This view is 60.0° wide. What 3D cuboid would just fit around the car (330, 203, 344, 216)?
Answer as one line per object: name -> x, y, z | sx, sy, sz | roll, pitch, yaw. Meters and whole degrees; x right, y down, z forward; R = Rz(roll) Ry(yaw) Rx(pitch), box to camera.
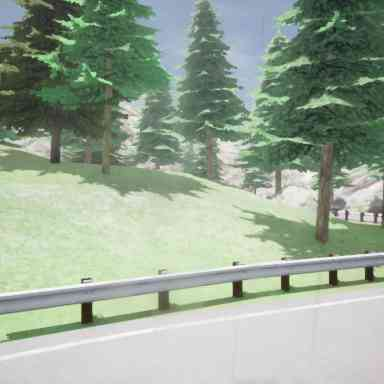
car -> 12.699, 1.578, 32.479 | 1.994, 1.385, 4.181 | 0, 0, -20
